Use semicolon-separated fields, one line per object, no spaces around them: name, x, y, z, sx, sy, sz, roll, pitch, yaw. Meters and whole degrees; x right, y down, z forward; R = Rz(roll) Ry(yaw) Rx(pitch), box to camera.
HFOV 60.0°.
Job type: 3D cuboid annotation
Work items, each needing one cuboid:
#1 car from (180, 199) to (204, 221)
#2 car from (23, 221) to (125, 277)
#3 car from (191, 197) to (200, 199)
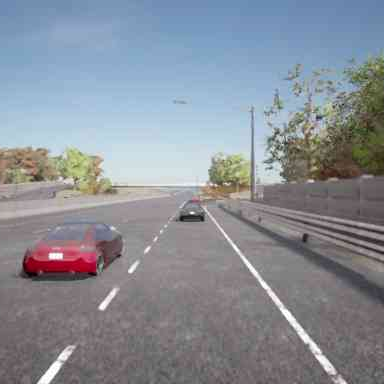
car;0.010;1.588;27.811;1.994;1.385;4.181;0;0;0
car;-3.397;1.568;10.317;1.994;1.385;4.181;0;0;0
car;0.604;1.541;54.477;1.882;1.535;5.008;0;0;6
